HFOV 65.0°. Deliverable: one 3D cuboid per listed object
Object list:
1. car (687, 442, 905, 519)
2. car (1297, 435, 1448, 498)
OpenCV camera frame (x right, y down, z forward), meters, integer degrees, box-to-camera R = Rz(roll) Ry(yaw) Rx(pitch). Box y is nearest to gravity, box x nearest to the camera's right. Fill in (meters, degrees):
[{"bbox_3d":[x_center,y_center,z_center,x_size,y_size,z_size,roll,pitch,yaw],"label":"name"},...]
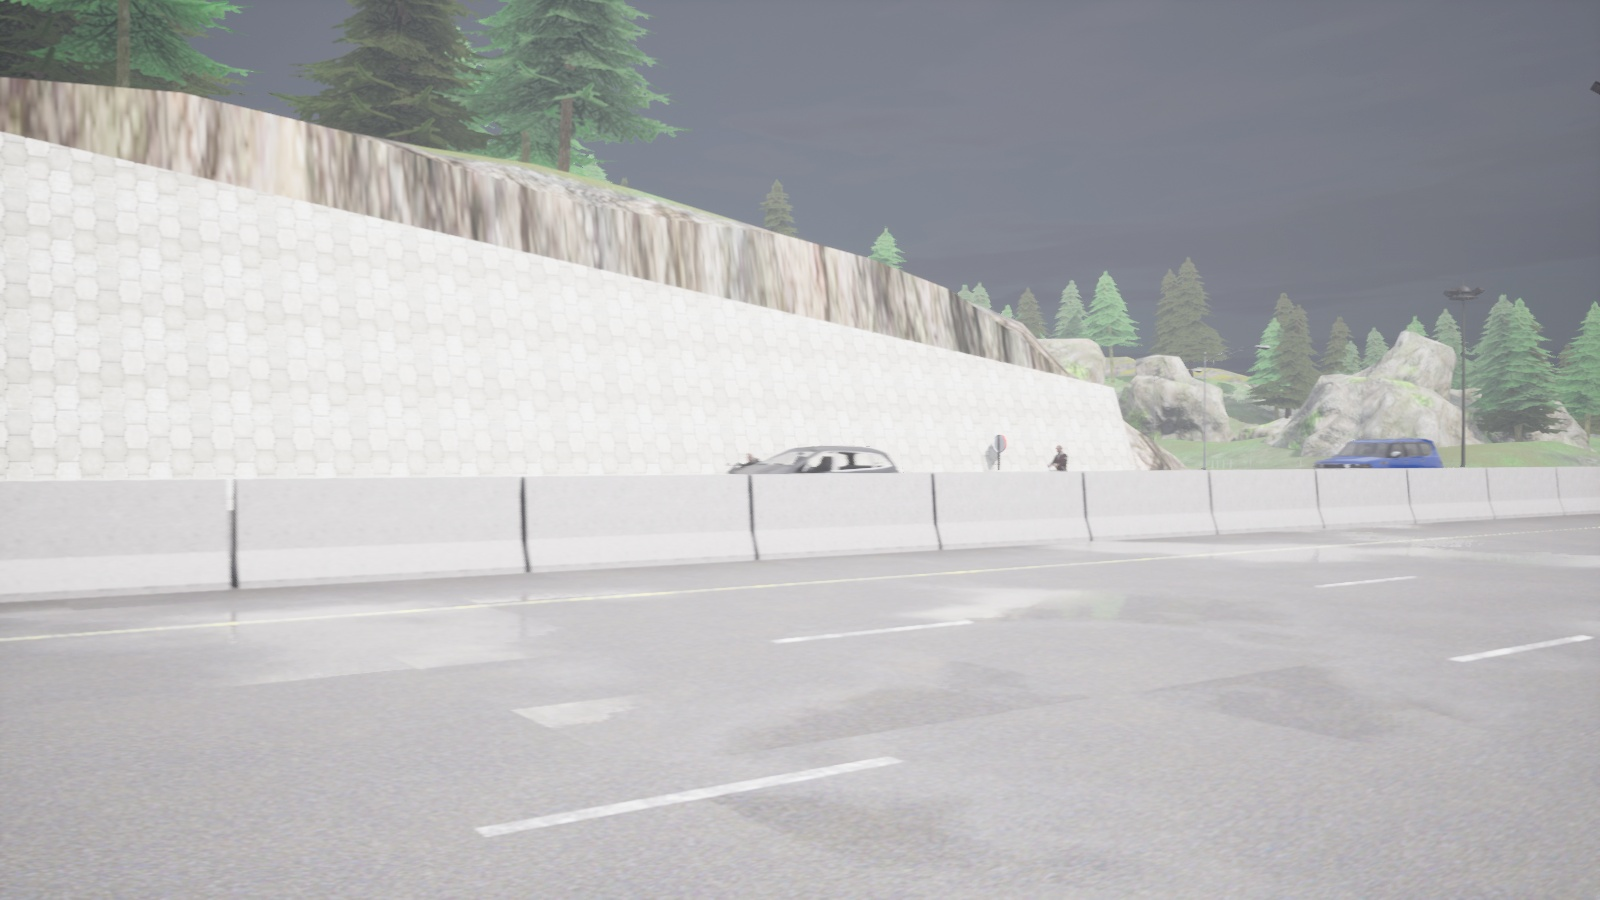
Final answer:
[{"bbox_3d":[-0.056,0.661,29.206,4.611,1.667,2.242,0,0,-35],"label":"car"},{"bbox_3d":[19.605,0.524,42.892,5.566,2.045,2.150,0,0,-35],"label":"car"}]
